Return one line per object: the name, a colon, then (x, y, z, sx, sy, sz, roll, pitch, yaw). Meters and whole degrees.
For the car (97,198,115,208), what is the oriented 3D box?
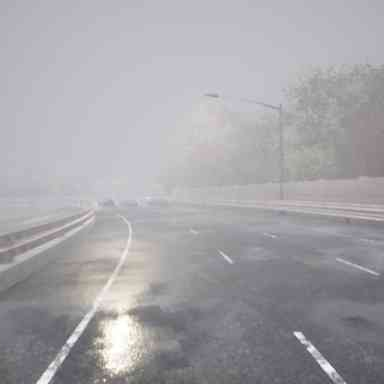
car: (-13.230, 1.655, 51.186, 1.837, 1.490, 4.892, 0, 0, -29)

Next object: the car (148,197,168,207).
car: (-5.348, 1.547, 51.226, 2.128, 1.511, 4.902, -1, 0, -27)

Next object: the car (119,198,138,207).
car: (-10.150, 1.677, 52.795, 1.994, 1.385, 4.181, -1, 0, -29)
